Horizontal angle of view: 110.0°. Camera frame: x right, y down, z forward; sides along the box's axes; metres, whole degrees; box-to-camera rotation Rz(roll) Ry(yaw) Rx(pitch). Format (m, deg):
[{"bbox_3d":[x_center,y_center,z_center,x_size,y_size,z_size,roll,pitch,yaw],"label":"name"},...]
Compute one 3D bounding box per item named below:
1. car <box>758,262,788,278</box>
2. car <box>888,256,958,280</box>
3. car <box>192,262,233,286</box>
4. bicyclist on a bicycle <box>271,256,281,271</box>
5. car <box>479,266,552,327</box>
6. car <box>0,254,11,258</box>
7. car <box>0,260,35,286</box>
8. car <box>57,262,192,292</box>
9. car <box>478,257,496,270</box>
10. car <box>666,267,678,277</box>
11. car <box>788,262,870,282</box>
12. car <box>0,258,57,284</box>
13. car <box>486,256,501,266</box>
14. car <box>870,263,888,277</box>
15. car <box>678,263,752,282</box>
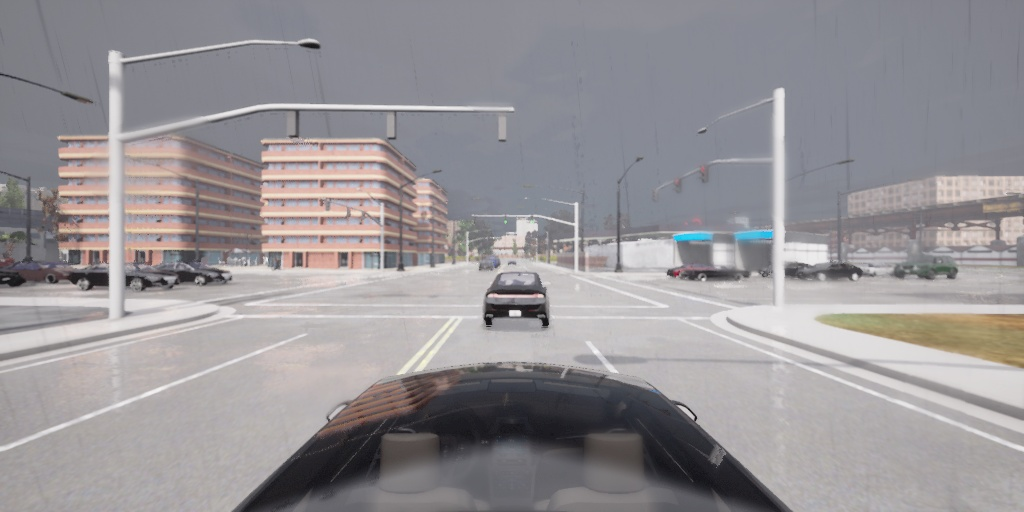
[{"bbox_3d":[25.035,1.268,32.633,4.892,1.490,1.837,0,0,-5],"label":"car"},{"bbox_3d":[36.151,0.984,31.289,5.566,2.045,2.150,0,0,-19],"label":"car"},{"bbox_3d":[-20.799,1.118,23.152,4.902,1.511,2.128,1,0,1],"label":"car"},{"bbox_3d":[-26.147,0.860,39.756,0.582,1.620,1.656,1,0,1],"label":"bicyclist on a bicycle"},{"bbox_3d":[0.248,1.246,11.534,2.128,1.511,4.902,0,0,4],"label":"car"},{"bbox_3d":[-50.794,0.484,34.359,4.553,1.767,2.097,1,0,1],"label":"car"},{"bbox_3d":[-29.912,1.062,19.840,4.181,1.385,1.994,1,0,1],"label":"car"},{"bbox_3d":[-21.071,1.117,19.660,4.902,1.511,2.128,1,0,1],"label":"car"},{"bbox_3d":[-3.586,1.276,50.022,1.837,1.490,4.892,0,0,0],"label":"car"},{"bbox_3d":[16.291,1.327,32.513,4.181,1.385,1.994,0,0,0],"label":"car"},{"bbox_3d":[25.747,1.267,29.184,4.892,1.490,1.837,0,0,-6],"label":"car"},{"bbox_3d":[-30.543,1.035,23.356,5.357,1.411,2.033,1,0,1],"label":"car"},{"bbox_3d":[-3.539,0.997,59.817,2.150,2.045,5.566,0,0,1],"label":"car"},{"bbox_3d":[34.691,1.365,34.452,4.718,1.301,1.895,0,0,-19],"label":"car"},{"bbox_3d":[16.469,1.363,28.986,4.718,1.301,1.895,0,0,0],"label":"car"}]
